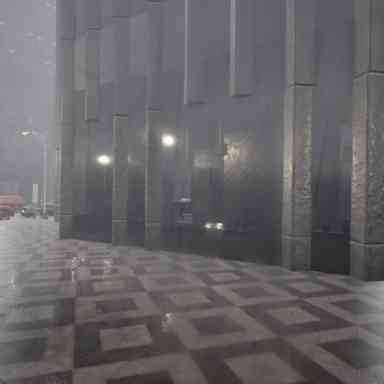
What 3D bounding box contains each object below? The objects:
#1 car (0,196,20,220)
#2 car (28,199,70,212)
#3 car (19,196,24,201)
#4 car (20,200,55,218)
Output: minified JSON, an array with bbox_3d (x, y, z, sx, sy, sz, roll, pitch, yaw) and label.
[{"bbox_3d":[-17.106,1.463,26.738,2.192,1.841,5.009,1,0,35],"label":"car"},{"bbox_3d":[-17.500,1.634,40.885,1.947,1.339,4.313,1,0,35],"label":"car"},{"bbox_3d":[-20.770,1.353,36.288,2.192,1.841,5.009,1,0,35],"label":"car"},{"bbox_3d":[-13.836,1.742,31.337,1.947,1.339,4.313,1,0,35],"label":"car"}]
